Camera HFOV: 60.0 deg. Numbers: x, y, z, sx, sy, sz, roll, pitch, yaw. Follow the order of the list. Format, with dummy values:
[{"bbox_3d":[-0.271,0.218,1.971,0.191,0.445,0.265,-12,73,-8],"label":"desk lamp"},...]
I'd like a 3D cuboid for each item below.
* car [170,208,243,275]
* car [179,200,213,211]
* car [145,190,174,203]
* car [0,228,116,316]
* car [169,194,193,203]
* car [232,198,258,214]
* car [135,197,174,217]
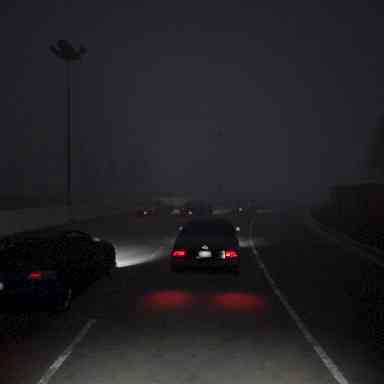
[{"bbox_3d":[0.512,1.463,10.202,2.033,1.411,5.357,0,0,5],"label":"car"},{"bbox_3d":[0.509,1.364,28.717,1.895,1.301,4.718,0,0,16],"label":"car"},{"bbox_3d":[-5.652,0.742,58.402,2.150,2.045,5.566,0,0,31],"label":"car"},{"bbox_3d":[-3.148,1.502,7.489,1.994,1.385,4.181,0,0,3],"label":"car"},{"bbox_3d":[-1.889,1.050,57.824,1.812,1.442,4.674,0,1,32],"label":"car"},{"bbox_3d":[4.984,1.267,31.169,1.812,1.442,4.674,0,0,19],"label":"car"},{"bbox_3d":[-3.129,1.364,28.744,1.895,1.301,4.718,0,0,16],"label":"car"}]
